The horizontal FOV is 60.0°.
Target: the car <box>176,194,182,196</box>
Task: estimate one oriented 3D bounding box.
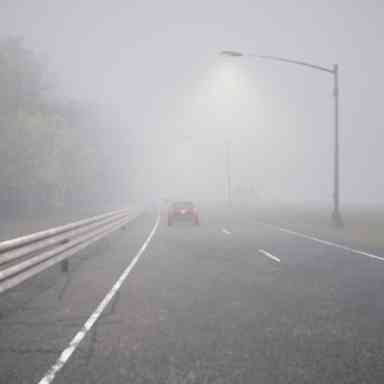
[{"bbox_3d":[-2.970,1.516,78.641,1.882,1.535,5.008,0,0,-6],"label":"car"}]

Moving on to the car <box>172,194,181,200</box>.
[{"bbox_3d":[-4.133,1.406,89.000,2.128,1.511,4.902,0,0,-6],"label":"car"}]

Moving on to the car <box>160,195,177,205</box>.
[{"bbox_3d":[-4.177,1.558,58.905,1.837,1.490,4.892,0,0,-6],"label":"car"}]

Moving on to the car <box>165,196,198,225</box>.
[{"bbox_3d":[-0.725,1.381,24.578,2.097,1.767,4.553,0,0,-4],"label":"car"}]

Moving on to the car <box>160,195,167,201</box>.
[{"bbox_3d":[-7.469,1.586,87.354,1.812,1.442,4.674,0,0,-6],"label":"car"}]
